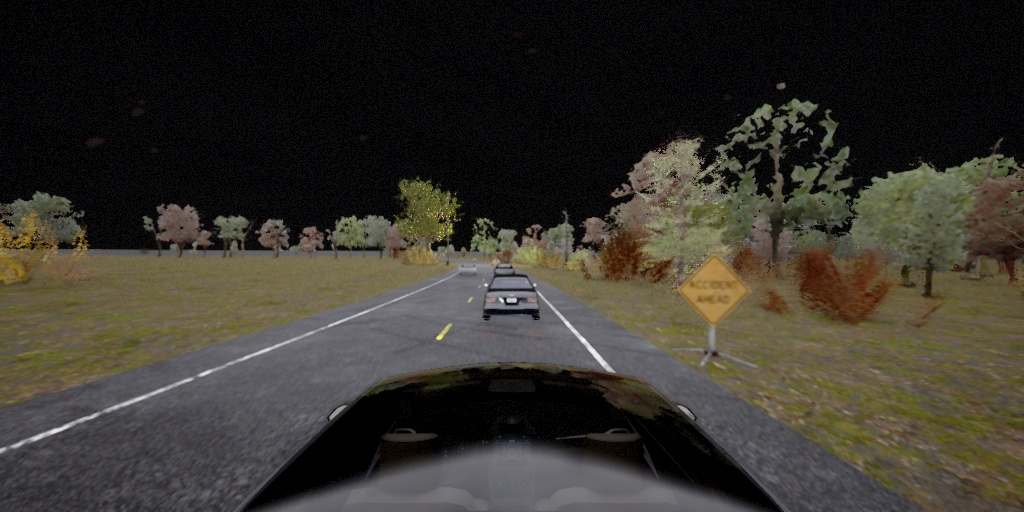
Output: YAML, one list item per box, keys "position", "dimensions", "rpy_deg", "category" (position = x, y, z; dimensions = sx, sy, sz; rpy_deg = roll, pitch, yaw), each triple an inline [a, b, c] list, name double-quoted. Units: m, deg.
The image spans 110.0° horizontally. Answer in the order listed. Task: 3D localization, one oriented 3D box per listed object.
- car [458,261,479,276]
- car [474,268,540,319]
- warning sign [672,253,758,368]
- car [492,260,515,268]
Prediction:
- position: [-4.787, 1.485, 39.134]
  dimensions: [1.895, 1.301, 4.718]
  rpy_deg: [0, 0, -3]
  category: "car"
- position: [-0.050, 1.347, 12.939]
  dimensions: [2.033, 1.411, 5.357]
  rpy_deg: [0, 0, -1]
  category: "car"
- position: [3.529, 0.884, 6.344]
  dimensions: [1.300, 1.860, 1.060]
  rpy_deg: [0, 0, -1]
  category: "warning sign"
- position: [-0.739, 1.357, 32.676]
  dimensions: [2.128, 1.511, 4.902]
  rpy_deg: [0, 0, -3]
  category: "car"
